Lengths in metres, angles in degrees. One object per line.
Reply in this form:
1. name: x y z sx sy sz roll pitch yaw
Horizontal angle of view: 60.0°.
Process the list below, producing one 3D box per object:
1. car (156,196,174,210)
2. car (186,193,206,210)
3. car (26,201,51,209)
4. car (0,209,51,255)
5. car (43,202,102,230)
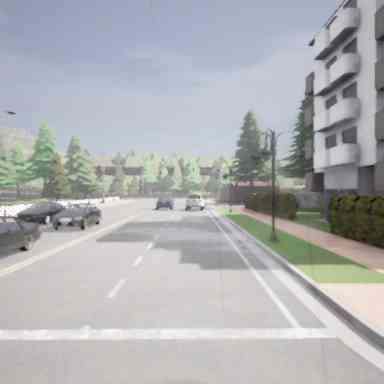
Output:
1. car: -3.432 1.325 43.126 2.097 1.767 4.553 0 0 0
2. car: 0.535 1.197 41.847 2.150 2.045 5.566 0 0 6
3. car: -10.563 1.462 23.940 1.882 1.535 5.008 0 0 0
4. car: -7.083 1.540 11.315 2.033 1.411 5.357 0 0 0
5. car: -7.076 1.478 20.965 2.128 1.511 4.902 0 0 0
